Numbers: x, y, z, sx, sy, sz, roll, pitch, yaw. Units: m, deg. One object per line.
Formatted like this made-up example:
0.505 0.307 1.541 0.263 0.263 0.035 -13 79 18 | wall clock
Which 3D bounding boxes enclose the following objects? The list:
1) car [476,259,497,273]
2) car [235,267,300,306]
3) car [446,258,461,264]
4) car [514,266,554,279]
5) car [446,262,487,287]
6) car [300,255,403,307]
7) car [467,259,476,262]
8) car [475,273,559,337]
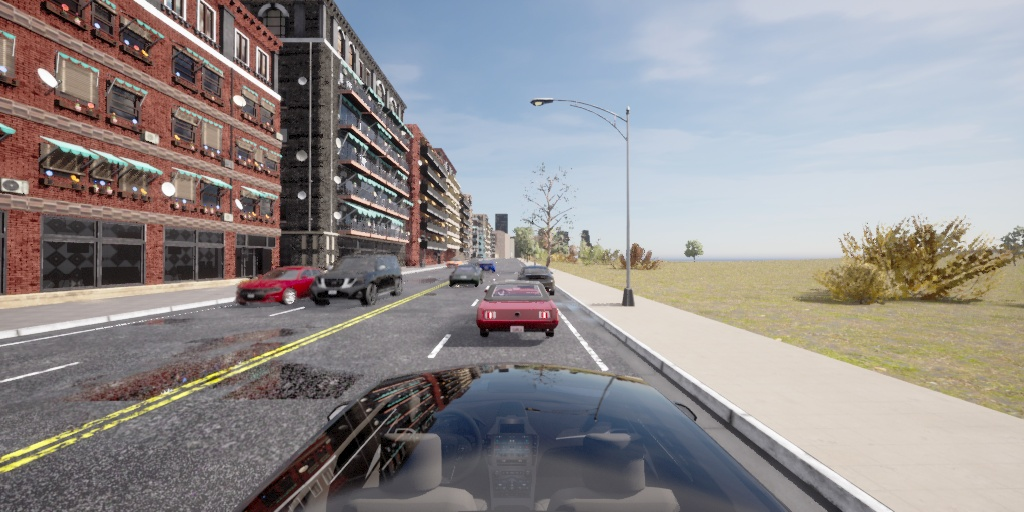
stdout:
-2.968 1.229 43.995 1.882 1.535 5.008 0 -1 0 | car
-9.790 1.229 15.955 1.882 1.535 5.008 0 0 0 | car
-9.580 1.101 59.235 2.097 1.767 4.553 0 0 0 | car
1.213 1.257 19.446 1.837 1.490 4.892 0 0 0 | car
-3.052 1.316 24.651 1.994 1.385 4.181 0 0 0 | car
-6.541 0.973 15.846 2.150 2.045 5.566 0 0 0 | car
-6.332 1.256 59.222 1.837 1.490 4.892 0 0 0 | car
0.135 1.352 10.246 1.895 1.301 4.718 0 0 0 | car
